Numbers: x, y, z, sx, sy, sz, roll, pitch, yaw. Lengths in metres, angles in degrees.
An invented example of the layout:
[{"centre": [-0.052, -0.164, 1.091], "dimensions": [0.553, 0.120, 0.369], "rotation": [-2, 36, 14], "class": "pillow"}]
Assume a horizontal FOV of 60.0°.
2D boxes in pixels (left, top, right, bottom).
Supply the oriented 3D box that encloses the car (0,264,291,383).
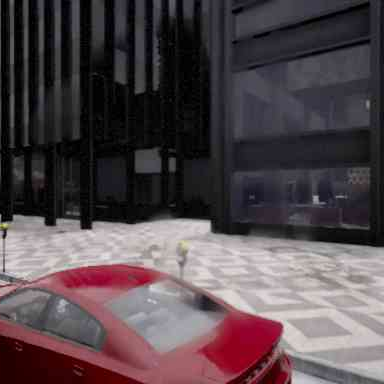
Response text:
[{"centre": [-1.202, 1.530, 3.803], "dimensions": [4.507, 1.381, 1.887], "rotation": [0, 0, 35], "class": "car"}]
